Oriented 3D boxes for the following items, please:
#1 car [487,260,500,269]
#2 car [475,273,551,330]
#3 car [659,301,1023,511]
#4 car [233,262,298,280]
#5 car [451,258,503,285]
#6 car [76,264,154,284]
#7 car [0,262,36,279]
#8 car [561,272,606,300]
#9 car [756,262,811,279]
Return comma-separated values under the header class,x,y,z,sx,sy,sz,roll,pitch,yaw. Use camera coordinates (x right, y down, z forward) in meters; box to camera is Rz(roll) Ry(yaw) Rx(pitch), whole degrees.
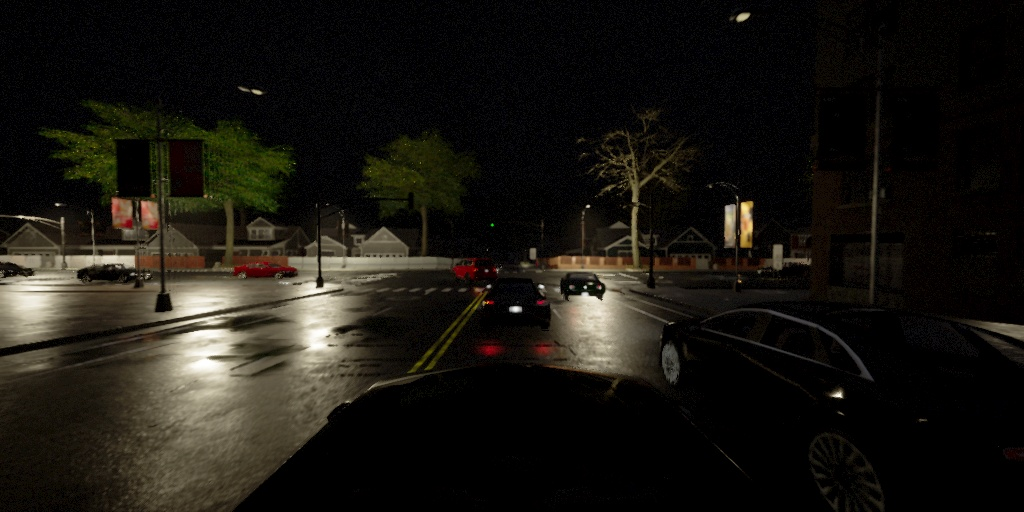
class,x,y,z,sx,sy,sz,roll,pitch,yaw
car,-2.989,1.309,58.318,1.812,1.442,4.674,0,0,1
car,0.098,1.390,11.423,1.994,1.385,4.181,0,-1,0
car,3.351,1.259,4.052,2.128,1.511,4.902,0,0,0
car,-21.486,1.268,31.395,5.008,1.535,1.882,0,2,0
car,-3.182,1.167,29.303,2.150,2.045,5.566,1,1,-28
car,-31.081,1.352,28.176,4.902,1.511,2.128,0,2,0
car,-45.083,1.236,31.512,4.892,1.490,1.837,0,2,1
car,3.542,1.489,18.611,1.895,1.301,4.718,0,0,5
car,26.400,1.364,34.716,4.902,1.511,2.128,0,2,0
